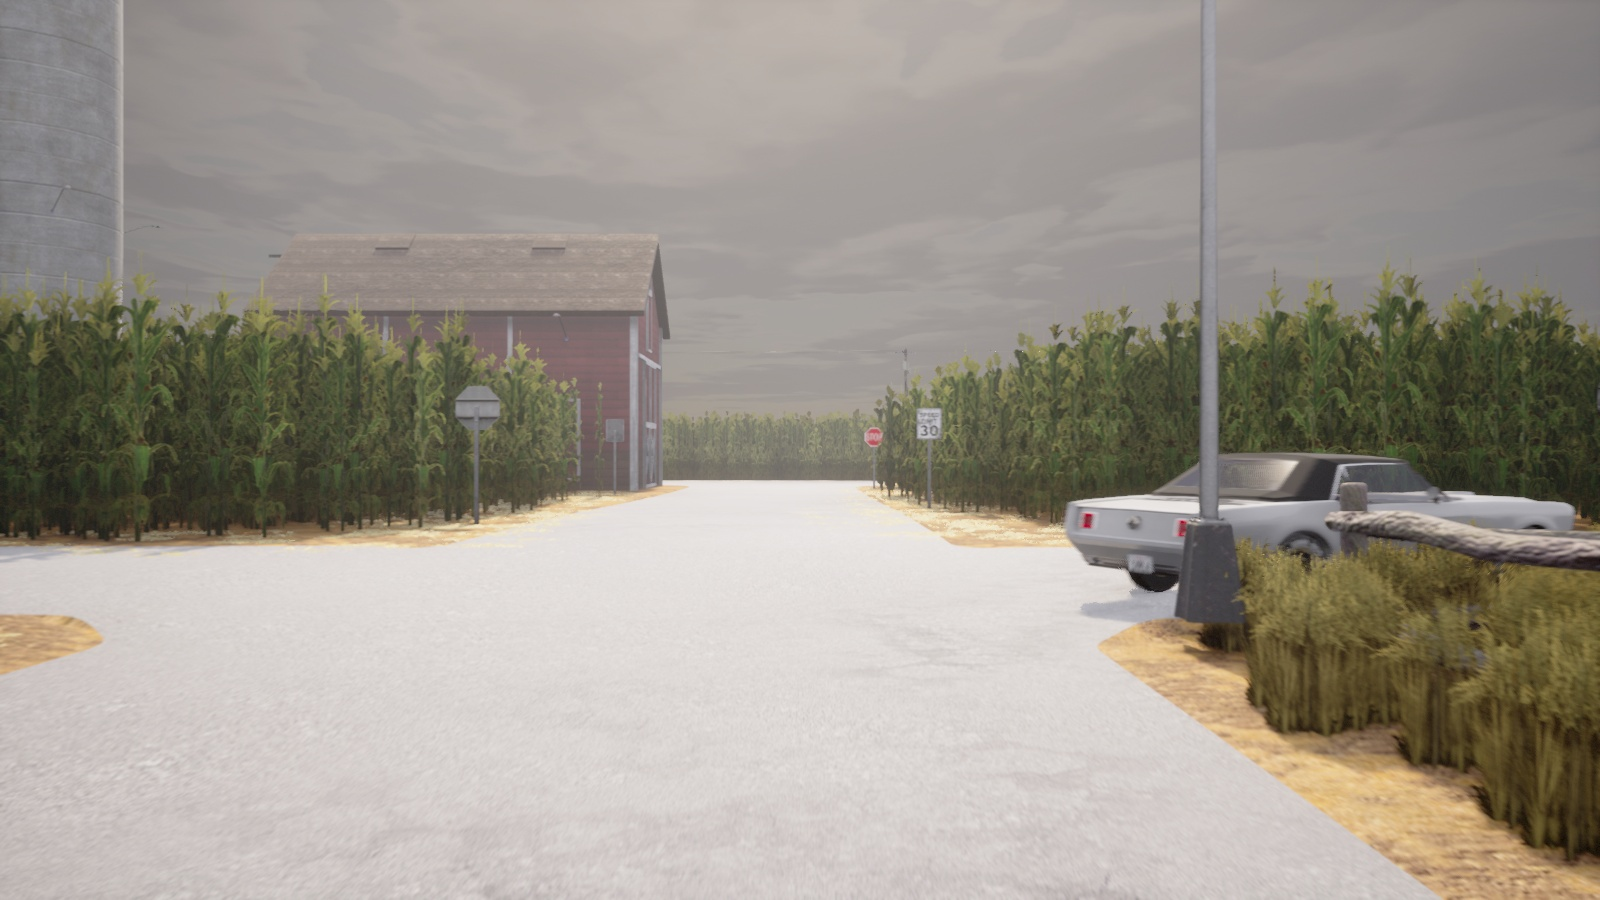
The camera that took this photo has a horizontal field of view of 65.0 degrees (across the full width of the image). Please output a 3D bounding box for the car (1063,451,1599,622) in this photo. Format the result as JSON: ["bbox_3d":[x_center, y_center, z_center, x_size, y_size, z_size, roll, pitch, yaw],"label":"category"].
[{"bbox_3d":[4.911,0.688,11.431,4.718,1.301,1.895,1,0,-25],"label":"car"}]
